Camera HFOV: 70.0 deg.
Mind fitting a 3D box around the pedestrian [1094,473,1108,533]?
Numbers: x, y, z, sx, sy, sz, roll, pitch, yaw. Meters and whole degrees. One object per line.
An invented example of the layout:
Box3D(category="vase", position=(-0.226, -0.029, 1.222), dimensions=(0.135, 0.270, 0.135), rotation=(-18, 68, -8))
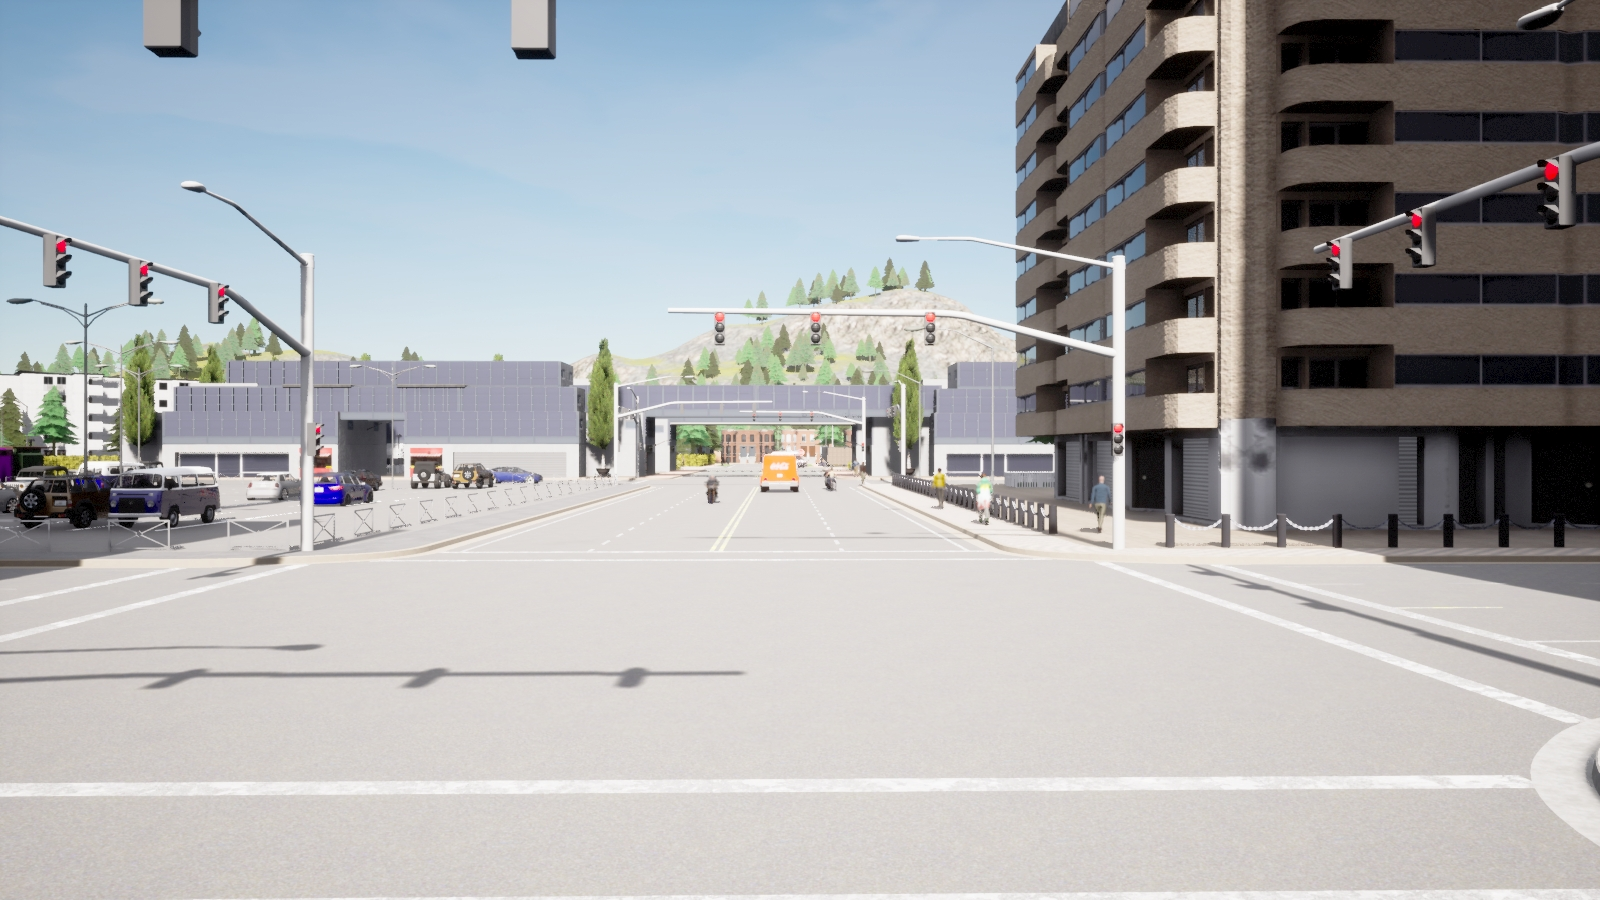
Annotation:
Box3D(category="pedestrian", position=(9.415, 1.648, 35.742), dimensions=(0.375, 1.860, 0.375), rotation=(0, 0, 21))

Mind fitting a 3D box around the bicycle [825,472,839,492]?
Box3D(category="bicycle", position=(2.134, 2.158, 77.288), dimensions=(0.859, 1.276, 1.487), rotation=(0, 0, -1))

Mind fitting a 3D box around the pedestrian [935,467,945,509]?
Box3D(category="pedestrian", position=(6.272, 1.695, 51.190), dimensions=(0.375, 1.860, 0.375), rotation=(0, 0, -2))

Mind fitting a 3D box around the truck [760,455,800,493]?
Box3D(category="truck", position=(-1.366, 1.564, 77.071), dimensions=(2.627, 2.467, 5.204), rotation=(0, 0, -1))

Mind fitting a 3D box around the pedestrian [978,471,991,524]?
Box3D(category="pedestrian", position=(6.542, 1.695, 40.553), dimensions=(0.375, 1.860, 0.375), rotation=(0, 0, -6))

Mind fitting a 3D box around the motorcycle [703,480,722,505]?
Box3D(category="motorcycle", position=(-4.560, 2.205, 59.462), dimensions=(0.867, 1.251, 2.209), rotation=(0, 0, -1))
